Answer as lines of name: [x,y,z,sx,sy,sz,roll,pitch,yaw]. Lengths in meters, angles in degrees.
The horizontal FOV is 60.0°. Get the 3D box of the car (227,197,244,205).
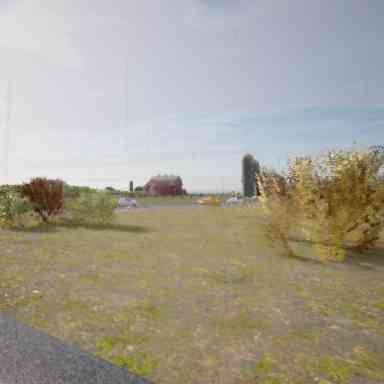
car: [8.631,1.804,66.329,1.812,1.442,4.674,0,-1,36]

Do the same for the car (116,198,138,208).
car: [-9.669,1.530,47.062,1.812,1.442,4.674,0,-1,36]

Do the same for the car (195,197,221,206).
car: [3.186,1.649,58.721,1.882,1.535,5.008,0,-1,37]
